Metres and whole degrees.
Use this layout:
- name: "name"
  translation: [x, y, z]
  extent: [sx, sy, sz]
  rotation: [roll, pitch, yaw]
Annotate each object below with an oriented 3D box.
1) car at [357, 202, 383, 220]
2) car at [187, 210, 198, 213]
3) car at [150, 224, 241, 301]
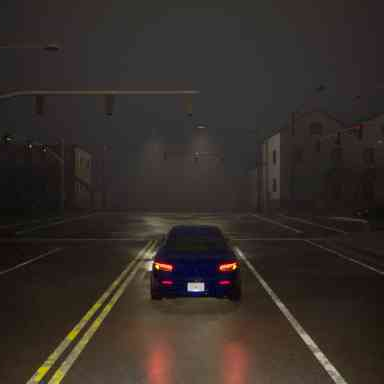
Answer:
- name: "car"
  translation: [16.370, 1.526, 27.970]
  extent: [4.674, 1.442, 1.812]
  rotation: [0, 0, -1]
- name: "car"
  translation: [0.020, 3.390, 48.864]
  extent: [2.033, 1.411, 5.357]
  rotation: [0, -8, 0]
- name: "car"
  translation: [0.087, 1.526, 8.219]
  extent: [1.812, 1.442, 4.674]
  rotation: [0, 0, 0]
